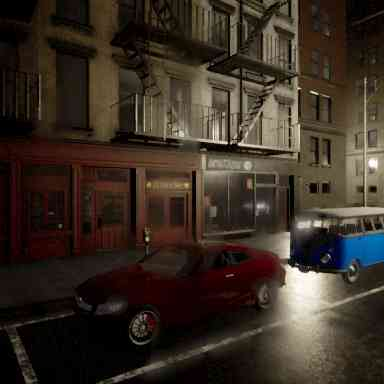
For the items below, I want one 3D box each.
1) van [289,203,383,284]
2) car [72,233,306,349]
[{"bbox_3d":[4.410,1.341,9.296,3.998,1.788,1.690,0,0,-35],"label":"van"},{"bbox_3d":[-0.005,1.582,6.176,4.206,1.307,1.802,0,0,-35],"label":"car"}]
